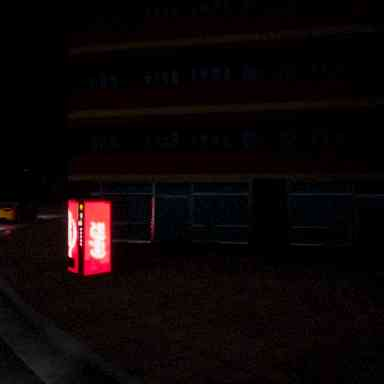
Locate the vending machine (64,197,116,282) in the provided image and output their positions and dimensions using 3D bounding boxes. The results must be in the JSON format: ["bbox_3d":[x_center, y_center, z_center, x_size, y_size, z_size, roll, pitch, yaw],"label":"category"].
[{"bbox_3d":[-2.762,1.195,8.985,1.100,2.100,0.880,0,0,-38],"label":"vending machine"}]

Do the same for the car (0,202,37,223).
[{"bbox_3d":[-13.633,1.476,25.560,1.882,1.535,5.008,0,0,-4],"label":"car"}]
